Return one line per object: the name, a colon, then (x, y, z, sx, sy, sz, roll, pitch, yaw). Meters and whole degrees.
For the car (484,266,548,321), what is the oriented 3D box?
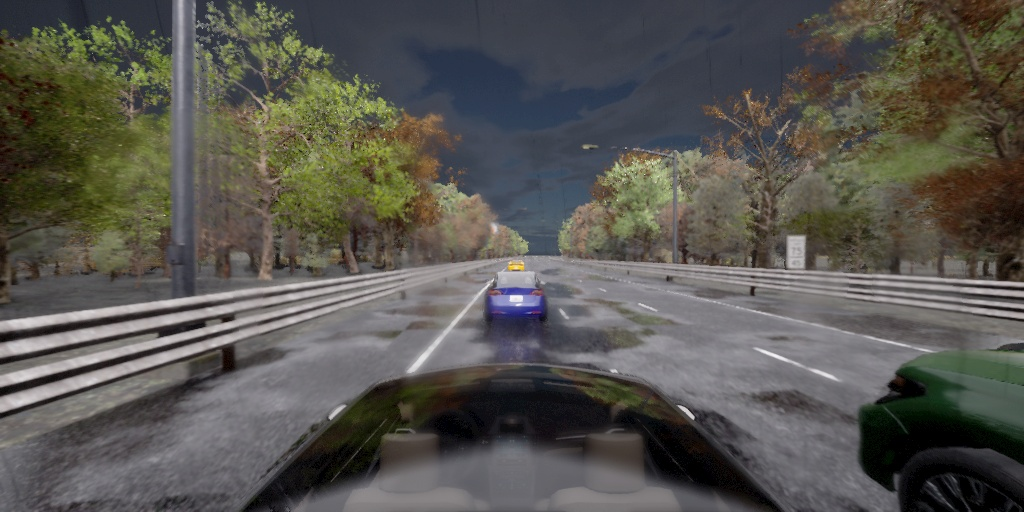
car: (0.138, 1.253, 12.497, 2.163, 1.488, 4.792, 0, 0, 0)

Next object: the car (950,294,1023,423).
car: (7.105, 1.254, 2.607, 1.837, 1.490, 4.892, 0, -1, 0)

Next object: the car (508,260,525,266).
car: (0.540, 1.223, 43.899, 1.882, 1.535, 5.008, 0, 0, 1)

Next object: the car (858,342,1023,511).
car: (3.603, 0.972, 0.187, 2.150, 2.045, 5.566, 0, 0, 0)
